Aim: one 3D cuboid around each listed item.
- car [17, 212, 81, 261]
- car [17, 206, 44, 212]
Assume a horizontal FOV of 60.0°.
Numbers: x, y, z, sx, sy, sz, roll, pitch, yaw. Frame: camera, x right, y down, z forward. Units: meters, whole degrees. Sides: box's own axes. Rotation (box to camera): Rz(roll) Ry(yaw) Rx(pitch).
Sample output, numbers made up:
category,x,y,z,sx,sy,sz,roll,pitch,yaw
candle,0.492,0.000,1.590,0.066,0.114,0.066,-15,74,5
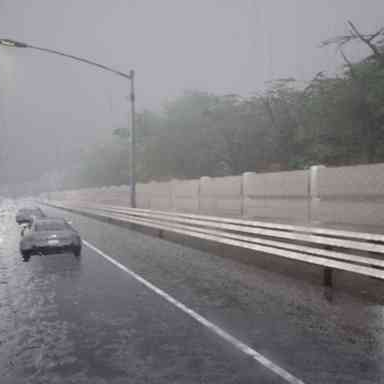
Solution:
category,x,y,z,sx,sy,sz,roll,pitch,yaw
car,-5.673,1.691,13.146,1.994,1.385,4.181,0,0,-28
car,-12.804,1.841,26.450,1.994,1.385,4.181,0,0,-28
